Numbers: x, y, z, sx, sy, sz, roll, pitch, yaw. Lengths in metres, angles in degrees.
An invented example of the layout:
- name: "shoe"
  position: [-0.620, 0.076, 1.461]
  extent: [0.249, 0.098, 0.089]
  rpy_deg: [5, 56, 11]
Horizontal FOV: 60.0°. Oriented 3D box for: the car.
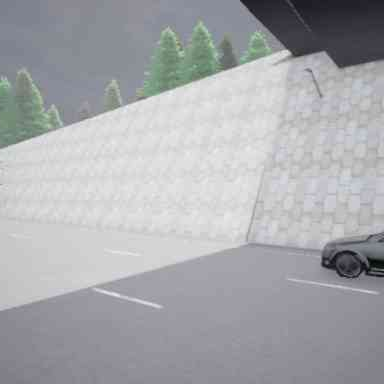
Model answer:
- name: "car"
  position: [5.592, 1.564, 8.601]
  extent: [4.181, 1.385, 1.994]
  rpy_deg: [0, 0, 36]
